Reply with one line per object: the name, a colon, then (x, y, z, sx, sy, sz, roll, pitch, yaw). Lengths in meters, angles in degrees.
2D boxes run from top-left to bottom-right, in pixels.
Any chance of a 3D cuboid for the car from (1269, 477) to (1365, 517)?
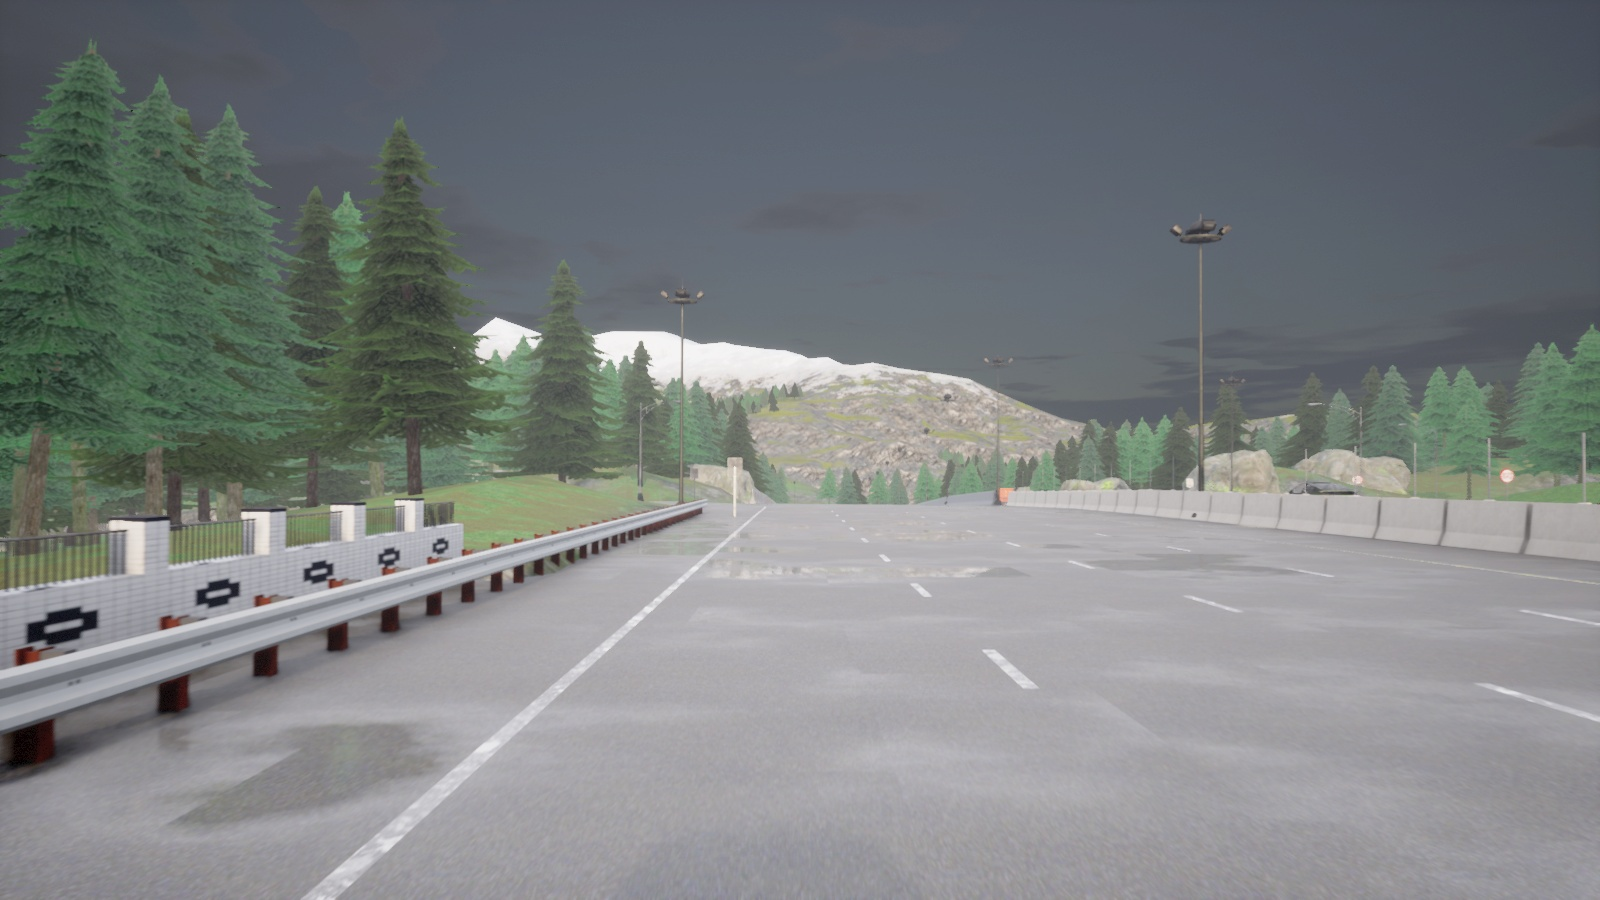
car: (20.877, 1.867, 50.926, 2.007, 1.525, 4.514, 0, -1, 0)
